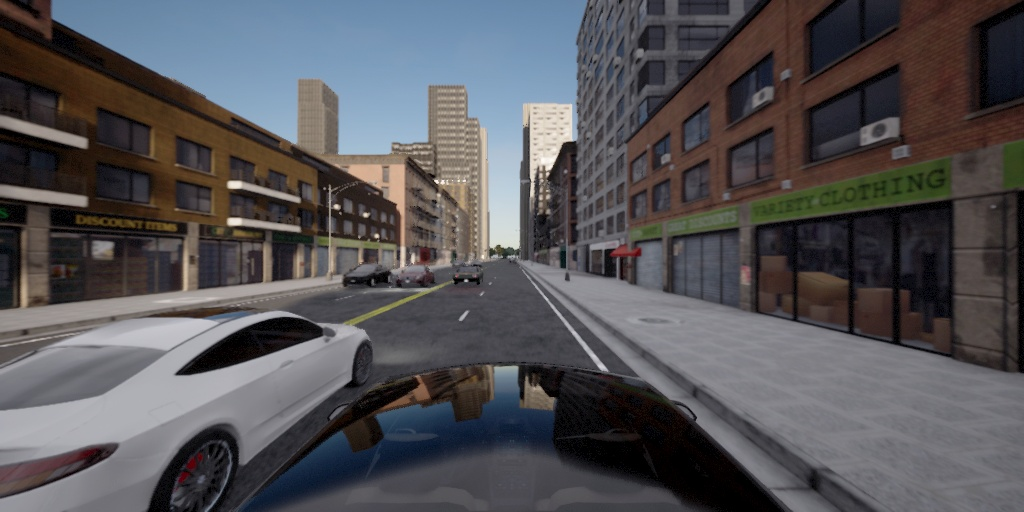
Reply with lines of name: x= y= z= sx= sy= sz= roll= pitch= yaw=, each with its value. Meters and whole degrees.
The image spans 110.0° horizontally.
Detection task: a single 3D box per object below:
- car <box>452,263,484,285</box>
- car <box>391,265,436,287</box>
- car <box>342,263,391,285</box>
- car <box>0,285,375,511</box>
car: x=-3.146 y=1.418 z=26.864 sx=1.895 sy=1.301 sz=4.718 roll=0 pitch=0 yaw=0
car: x=-6.594 y=1.337 z=24.960 sx=1.812 sy=1.442 sz=4.674 roll=0 pitch=0 yaw=0
car: x=-9.843 y=1.288 z=24.689 sx=1.882 sy=1.535 sz=5.008 roll=0 pitch=0 yaw=0
car: x=-3.164 y=1.281 z=3.939 sx=1.812 sy=1.442 sz=4.674 roll=0 pitch=0 yaw=0
